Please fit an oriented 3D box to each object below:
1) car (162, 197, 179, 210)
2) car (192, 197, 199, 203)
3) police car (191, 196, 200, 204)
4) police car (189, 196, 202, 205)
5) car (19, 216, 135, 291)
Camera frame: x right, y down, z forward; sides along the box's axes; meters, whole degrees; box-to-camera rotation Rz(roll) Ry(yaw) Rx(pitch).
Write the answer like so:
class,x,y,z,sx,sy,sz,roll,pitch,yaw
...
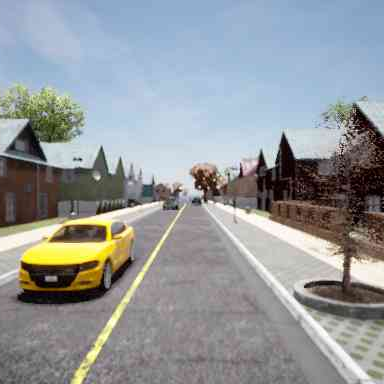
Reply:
class,x,y,z,sx,sy,sz,roll,pitch,yaw
car,-2.829,1.483,44.848,2.097,1.767,4.553,0,0,0
car,0.824,1.885,79.924,1.801,1.575,5.366,0,-1,0
police car,0.824,1.800,73.844,1.930,1.638,5.238,0,-1,0
police car,0.824,1.710,63.844,1.930,1.638,5.238,0,-1,0
car,-2.836,1.484,9.220,1.882,1.535,5.008,0,0,0
